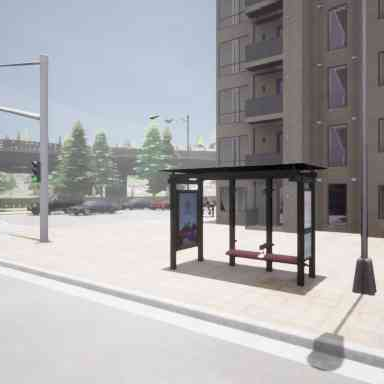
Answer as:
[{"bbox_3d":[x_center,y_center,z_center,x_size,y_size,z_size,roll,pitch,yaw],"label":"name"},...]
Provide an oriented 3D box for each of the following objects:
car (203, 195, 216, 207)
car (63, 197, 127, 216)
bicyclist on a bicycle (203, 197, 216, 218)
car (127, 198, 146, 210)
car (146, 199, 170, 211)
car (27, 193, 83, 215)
[{"bbox_3d":[2.538,1.296,49.094,4.553,1.767,2.097,0,0,-30],"label":"car"},{"bbox_3d":[-9.318,1.492,32.392,2.033,1.411,5.357,0,0,37],"label":"car"},{"bbox_3d":[1.295,1.245,26.646,1.656,1.620,0.582,0,0,36],"label":"bicyclist on a bicycle"},{"bbox_3d":[-6.683,1.492,41.313,2.033,1.411,5.357,0,0,40],"label":"car"},{"bbox_3d":[-2.868,1.545,40.327,1.895,1.301,4.718,0,0,43],"label":"car"},{"bbox_3d":[-13.250,1.166,32.941,2.150,2.045,5.566,0,0,37],"label":"car"}]
